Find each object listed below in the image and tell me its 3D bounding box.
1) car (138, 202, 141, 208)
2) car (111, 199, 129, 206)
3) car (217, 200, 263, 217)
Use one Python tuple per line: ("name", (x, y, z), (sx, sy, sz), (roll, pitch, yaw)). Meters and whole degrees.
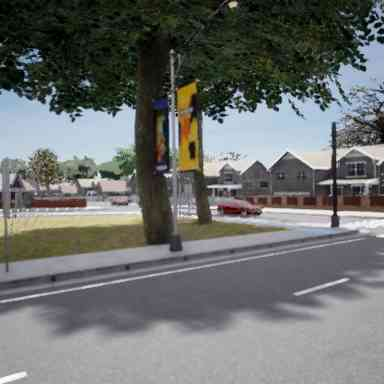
("car", (-6.751, 1.696, 52.455), (1.882, 1.535, 5.008), (-2, 0, -34))
("car", (-13.516, 1.961, 62.154), (1.895, 1.301, 4.718), (-2, 0, -35))
("car", (4.459, 1.510, 31.369), (1.882, 1.535, 5.008), (-2, 0, -34))
